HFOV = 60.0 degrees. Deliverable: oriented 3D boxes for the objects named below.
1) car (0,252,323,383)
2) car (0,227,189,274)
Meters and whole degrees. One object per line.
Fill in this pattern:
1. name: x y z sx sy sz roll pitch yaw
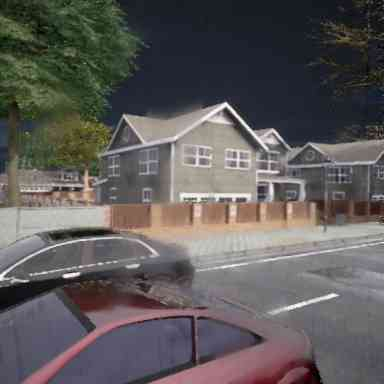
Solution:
1. car: -0.855 1.521 2.644 4.181 1.385 1.994 1 1 -35
2. car: -2.222 1.415 5.645 4.892 1.490 1.837 1 1 -35
